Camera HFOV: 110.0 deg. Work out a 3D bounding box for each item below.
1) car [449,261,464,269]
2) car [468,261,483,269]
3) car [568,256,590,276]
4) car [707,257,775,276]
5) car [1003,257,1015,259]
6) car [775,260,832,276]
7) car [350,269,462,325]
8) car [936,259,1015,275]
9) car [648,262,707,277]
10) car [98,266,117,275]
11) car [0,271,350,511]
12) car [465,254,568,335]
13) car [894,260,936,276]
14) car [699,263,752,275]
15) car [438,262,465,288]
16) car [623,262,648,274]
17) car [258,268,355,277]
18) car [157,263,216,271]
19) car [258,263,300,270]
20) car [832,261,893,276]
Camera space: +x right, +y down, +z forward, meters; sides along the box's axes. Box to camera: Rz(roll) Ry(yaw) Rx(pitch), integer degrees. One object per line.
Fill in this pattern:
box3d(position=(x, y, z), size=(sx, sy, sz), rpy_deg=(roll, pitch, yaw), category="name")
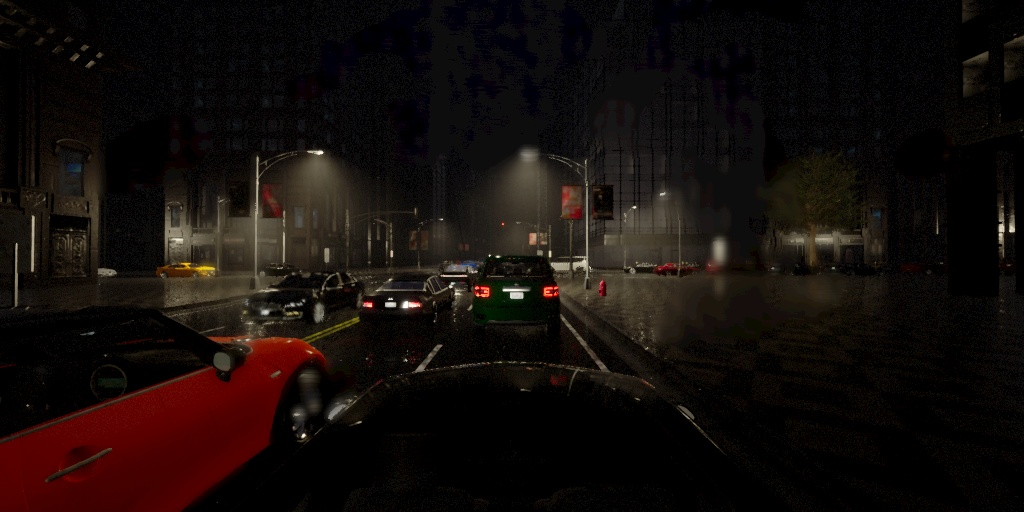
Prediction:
box3d(position=(-9.726, 1.571, 63.200), size=(1.812, 1.442, 4.674), rpy_deg=(0, 0, 1), category="car")
box3d(position=(-6.466, 1.599, 64.055), size=(2.033, 1.411, 5.357), rpy_deg=(0, 0, 1), category="car")
box3d(position=(5.625, 1.071, 38.994), size=(5.566, 2.045, 2.150), rpy_deg=(0, -1, -1), category="car")
box3d(position=(21.001, 1.040, 33.437), size=(5.009, 1.841, 2.192), rpy_deg=(0, 0, -1), category="car")
box3d(position=(49.190, 0.972, 33.833), size=(5.009, 1.841, 2.192), rpy_deg=(0, 0, -1), category="car")
box3d(position=(26.638, 1.275, 33.516), size=(4.313, 1.339, 1.948), rpy_deg=(0, 0, -1), category="car")
box3d(position=(-3.122, 1.307, 11.737), size=(2.033, 1.411, 5.357), rpy_deg=(0, 0, 0), category="car")
box3d(position=(43.552, 1.213, 33.754), size=(4.507, 1.381, 1.888), rpy_deg=(0, 0, -1), category="car")
box3d(position=(15.362, 1.327, 33.357), size=(4.207, 1.307, 1.802), rpy_deg=(0, 0, -1), category="car")
box3d(position=(-42.078, 1.542, 35.490), size=(4.674, 1.442, 1.812), rpy_deg=(0, -1, 0), category="car")
box3d(position=(-3.147, 1.102, 2.325), size=(2.097, 1.767, 4.553), rpy_deg=(0, 0, 0), category="car")
box3d(position=(0.113, 0.979, 10.654), size=(2.150, 2.045, 5.566), rpy_deg=(0, 0, 0), category="car")
box3d(position=(42.562, 1.179, 36.370), size=(5.008, 1.535, 1.882), rpy_deg=(0, -1, 0), category="car")
box3d(position=(23.315, 1.388, 39.244), size=(4.718, 1.301, 1.895), rpy_deg=(0, -1, -1), category="car")
box3d(position=(-3.126, 1.280, 21.474), size=(2.128, 1.511, 4.902), rpy_deg=(0, 0, 0), category="car")
box3d(position=(15.245, 1.412, 41.881), size=(4.313, 1.339, 1.948), rpy_deg=(0, 0, -1), category="car")
box3d(position=(-6.585, 1.265, 12.015), size=(1.837, 1.490, 4.892), rpy_deg=(0, 0, 0), category="car")
box3d(position=(-32.079, 1.448, 35.465), size=(5.008, 1.535, 1.882), rpy_deg=(0, -1, 0), category="car")
box3d(position=(-22.563, 1.432, 35.440), size=(4.892, 1.490, 1.837), rpy_deg=(0, -1, 0), category="car")
box3d(position=(32.275, 1.259, 33.595), size=(4.313, 1.339, 1.948), rpy_deg=(0, 0, -1), category="car")
